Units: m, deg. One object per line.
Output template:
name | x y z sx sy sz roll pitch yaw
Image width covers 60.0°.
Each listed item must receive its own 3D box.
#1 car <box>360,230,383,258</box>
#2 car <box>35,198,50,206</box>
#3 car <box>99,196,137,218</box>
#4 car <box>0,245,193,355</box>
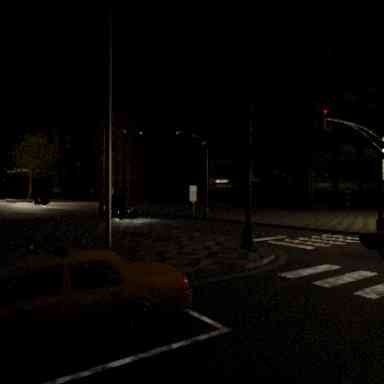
car | 8.358 1.738 11.068 1.895 1.301 4.718 1 0 -36
car | -27.363 1.785 60.732 2.128 1.511 4.902 1 0 -36
car | -7.466 1.447 33.075 2.150 2.045 5.566 1 0 -36
car | -2.272 1.535 5.028 4.829 1.417 1.752 1 -1 -35
